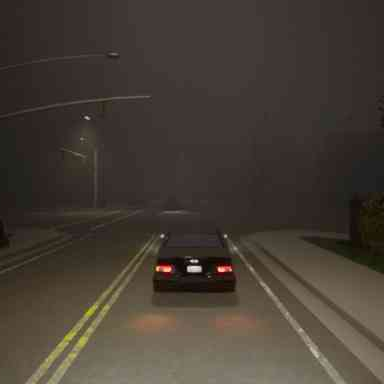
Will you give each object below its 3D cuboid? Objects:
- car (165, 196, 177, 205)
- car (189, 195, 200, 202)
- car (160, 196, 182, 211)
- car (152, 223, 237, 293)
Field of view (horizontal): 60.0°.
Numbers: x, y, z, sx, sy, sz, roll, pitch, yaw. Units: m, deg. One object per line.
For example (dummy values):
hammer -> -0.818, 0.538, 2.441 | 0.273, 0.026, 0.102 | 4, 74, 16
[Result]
car -> -3.718, 1.515, 58.919 | 1.812, 1.442, 4.674 | 0, 0, 0
car -> 0.535, 1.514, 79.015 | 2.033, 1.411, 5.357 | 0, 0, 12
car -> -2.568, 1.579, 40.190 | 1.994, 1.385, 4.181 | 0, 0, -15
car -> 0.051, 1.546, 8.984 | 2.033, 1.411, 5.357 | 0, 0, 0
